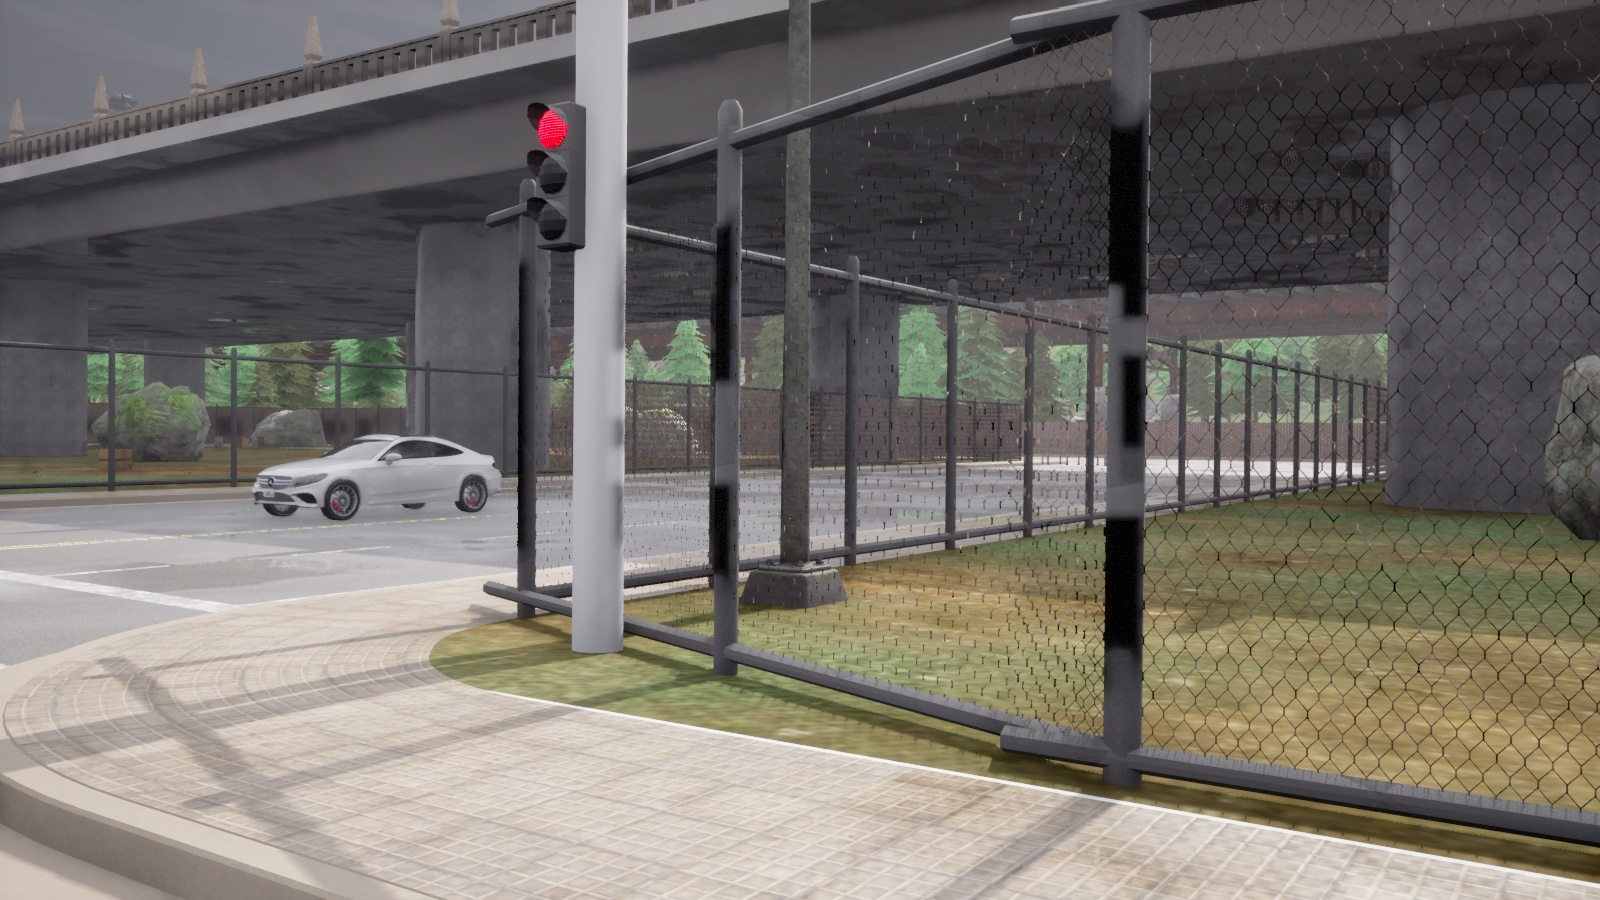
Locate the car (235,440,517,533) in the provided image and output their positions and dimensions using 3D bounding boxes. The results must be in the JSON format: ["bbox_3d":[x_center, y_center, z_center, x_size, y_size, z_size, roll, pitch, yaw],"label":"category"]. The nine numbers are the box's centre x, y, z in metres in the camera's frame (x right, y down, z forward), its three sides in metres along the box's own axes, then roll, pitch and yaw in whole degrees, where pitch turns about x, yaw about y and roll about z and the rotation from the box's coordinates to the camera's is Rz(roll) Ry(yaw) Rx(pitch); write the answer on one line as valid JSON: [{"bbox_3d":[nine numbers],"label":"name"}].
[{"bbox_3d":[-7.471,0.571,22.626,1.812,1.442,4.674,0,1,33],"label":"car"}]
